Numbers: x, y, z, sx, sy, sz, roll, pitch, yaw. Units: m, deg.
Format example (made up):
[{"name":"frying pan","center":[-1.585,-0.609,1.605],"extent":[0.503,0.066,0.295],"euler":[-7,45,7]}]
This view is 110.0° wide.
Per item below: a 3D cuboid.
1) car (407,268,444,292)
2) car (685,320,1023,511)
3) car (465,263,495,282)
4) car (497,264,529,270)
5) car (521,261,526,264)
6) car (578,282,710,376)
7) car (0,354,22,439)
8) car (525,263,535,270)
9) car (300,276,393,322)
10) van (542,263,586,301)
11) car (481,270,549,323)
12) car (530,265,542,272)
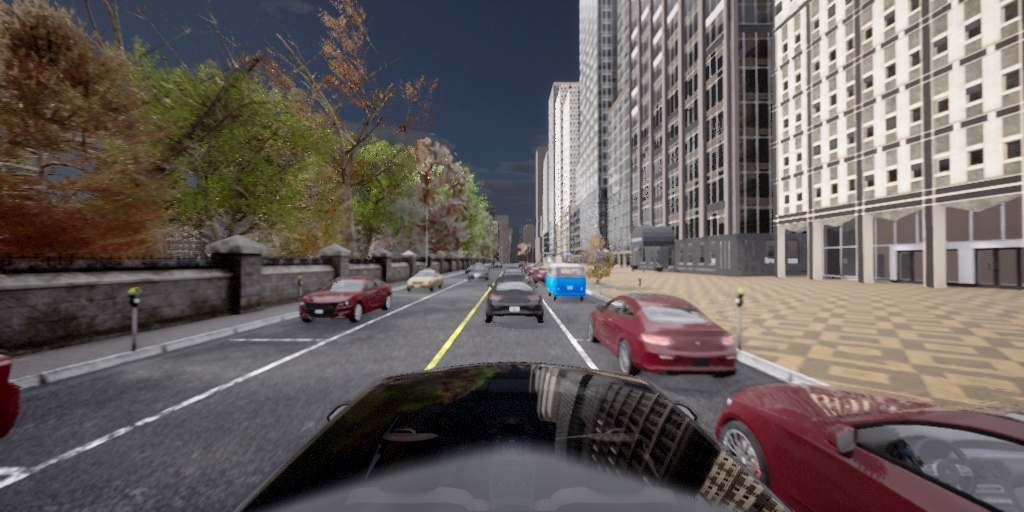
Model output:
[{"name":"car","center":[-5.697,1.532,23.914],"extent":[1.751,1.417,4.829],"euler":[0,0,0]},{"name":"car","center":[2.689,1.330,1.558],"extent":[1.802,1.307,4.207],"euler":[0,0,0]},{"name":"car","center":[-3.105,1.620,34.257],"extent":[2.128,1.511,4.902],"euler":[0,-1,0]},{"name":"car","center":[0.089,1.621,29.688],"extent":[2.033,1.411,5.357],"euler":[0,-1,0]},{"name":"car","center":[2.678,1.785,52.244],"extent":[1.967,1.591,4.097],"euler":[0,0,0]},{"name":"car","center":[2.688,1.394,7.190],"extent":[1.802,1.307,4.207],"euler":[0,0,0]},{"name":"car","center":[-5.692,1.293,1.556],"extent":[1.888,1.381,4.507],"euler":[0,0,0]},{"name":"car","center":[2.681,1.791,40.980],"extent":[1.802,1.307,4.207],"euler":[0,0,0]},{"name":"car","center":[-5.694,1.421,12.819],"extent":[1.888,1.381,4.507],"euler":[0,0,0]},{"name":"van","center":[2.685,1.282,18.454],"extent":[1.690,1.789,3.998],"euler":[0,0,0]},{"name":"car","center":[0.084,1.400,12.680],"extent":[1.812,1.442,4.674],"euler":[0,-1,0]},{"name":"car","center":[2.683,1.656,29.716],"extent":[1.802,1.307,4.207],"euler":[0,0,0]}]
